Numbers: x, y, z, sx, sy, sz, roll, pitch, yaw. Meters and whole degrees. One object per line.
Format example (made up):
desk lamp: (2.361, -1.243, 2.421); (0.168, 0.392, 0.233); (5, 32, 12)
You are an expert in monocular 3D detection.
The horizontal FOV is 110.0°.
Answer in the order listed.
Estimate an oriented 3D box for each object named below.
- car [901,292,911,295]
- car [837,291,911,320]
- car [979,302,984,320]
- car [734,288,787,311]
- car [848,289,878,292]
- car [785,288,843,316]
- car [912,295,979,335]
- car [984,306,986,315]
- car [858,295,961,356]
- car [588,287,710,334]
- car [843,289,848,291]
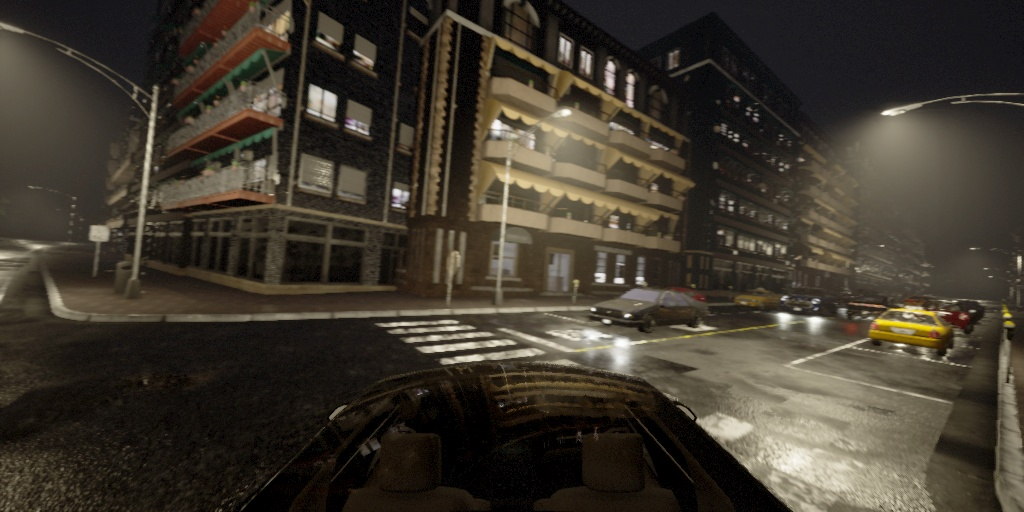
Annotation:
car: (37.849, 4.395, 33.122); (5.008, 1.535, 1.882); (4, -2, -36)
car: (21.286, 3.060, 21.002); (4.902, 1.511, 2.128); (5, -2, -36)
car: (31.386, 3.894, 25.186); (4.207, 1.307, 1.802); (0, 0, -36)
car: (17.341, 2.971, 25.301); (4.829, 1.417, 1.751); (0, 0, -36)
car: (32.997, 3.863, 33.393); (4.902, 1.511, 2.128); (5, -2, -36)
car: (19.820, 2.903, 23.877); (4.553, 1.767, 2.097); (5, -2, -36)
car: (22.459, 3.025, 18.660); (4.097, 1.591, 1.967); (0, 0, -36)
car: (35.849, 4.241, 28.448); (4.313, 1.339, 1.948); (0, 0, -36)
car: (13.670, 2.382, 12.235); (4.829, 1.417, 1.751); (0, 0, -36)
car: (5.234, 1.908, 13.228); (5.357, 1.411, 2.033); (5, -2, -36)
car: (30.869, 4.080, 35.189); (4.507, 1.381, 1.888); (0, 0, -36)
